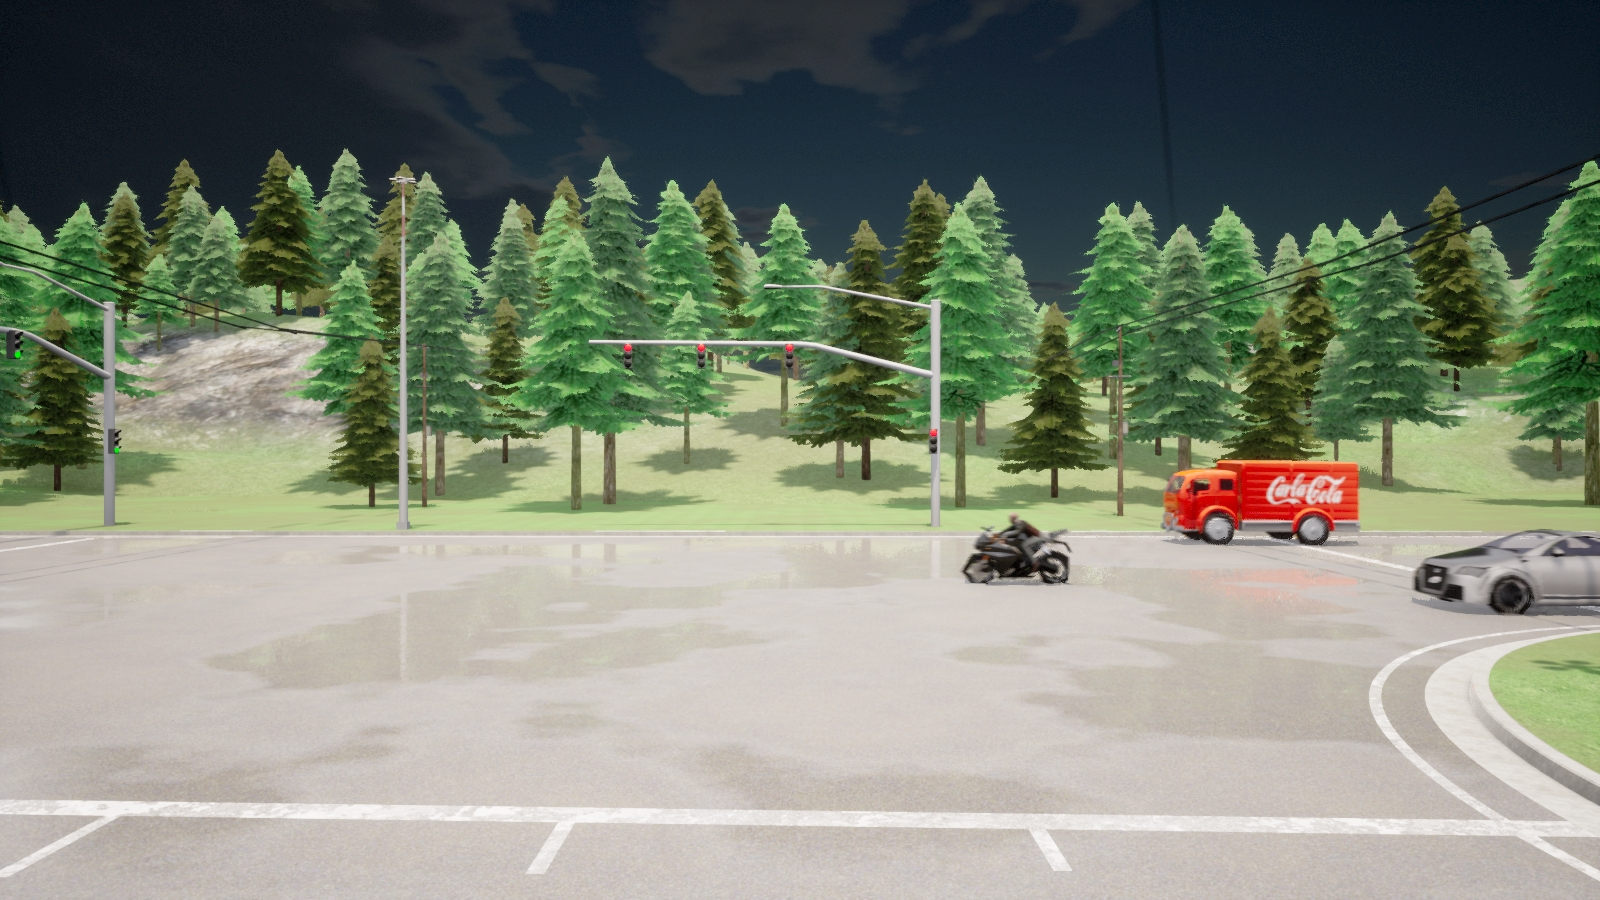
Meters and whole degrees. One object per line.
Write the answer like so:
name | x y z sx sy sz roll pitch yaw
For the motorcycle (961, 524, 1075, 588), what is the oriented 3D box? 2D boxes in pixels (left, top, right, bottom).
motorcycle | 4.497 2.189 23.697 2.209 1.251 0.867 0 0 0

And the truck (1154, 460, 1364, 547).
truck | 13.602 1.548 34.141 5.204 2.467 2.627 0 0 0

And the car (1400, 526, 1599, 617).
car | 13.198 2.105 20.143 4.181 1.385 1.994 0 0 0
